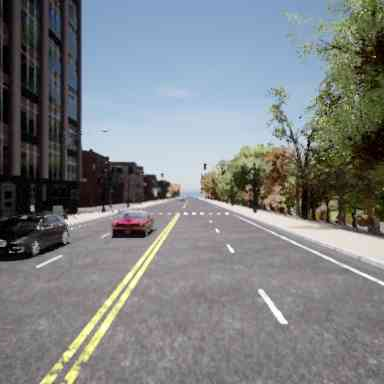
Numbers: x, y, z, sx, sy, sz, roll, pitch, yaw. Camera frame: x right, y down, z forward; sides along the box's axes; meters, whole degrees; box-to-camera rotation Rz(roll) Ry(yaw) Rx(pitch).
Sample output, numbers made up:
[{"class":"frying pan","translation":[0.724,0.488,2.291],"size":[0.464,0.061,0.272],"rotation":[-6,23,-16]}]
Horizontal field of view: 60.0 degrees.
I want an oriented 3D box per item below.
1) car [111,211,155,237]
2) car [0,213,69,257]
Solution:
[{"class":"car","translation":[-3.347,1.811,19.500],"size":[1.895,1.301,4.718],"rotation":[0,-1,0]},{"class":"car","translation":[-6.599,1.653,13.590],"size":[1.837,1.490,4.892],"rotation":[0,-1,0]}]
